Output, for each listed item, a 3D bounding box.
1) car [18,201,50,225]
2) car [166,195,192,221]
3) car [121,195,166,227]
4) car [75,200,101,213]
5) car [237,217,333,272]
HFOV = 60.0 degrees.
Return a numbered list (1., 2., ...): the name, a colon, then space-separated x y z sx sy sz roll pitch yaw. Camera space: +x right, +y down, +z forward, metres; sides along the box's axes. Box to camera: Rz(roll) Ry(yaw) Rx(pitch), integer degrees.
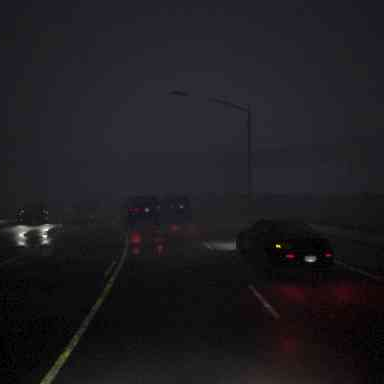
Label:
1. car: -12.399 1.533 26.054 2.097 1.767 4.553 -1 0 -26
2. car: -1.855 1.292 28.735 2.150 2.045 5.566 0 0 -23
3. car: -3.787 1.302 24.079 2.150 2.045 5.566 0 -1 -19
4. car: -12.501 1.684 39.878 2.128 1.511 4.902 -1 0 -37
5. car: 2.786 1.544 10.777 1.812 1.442 4.674 0 0 -6
